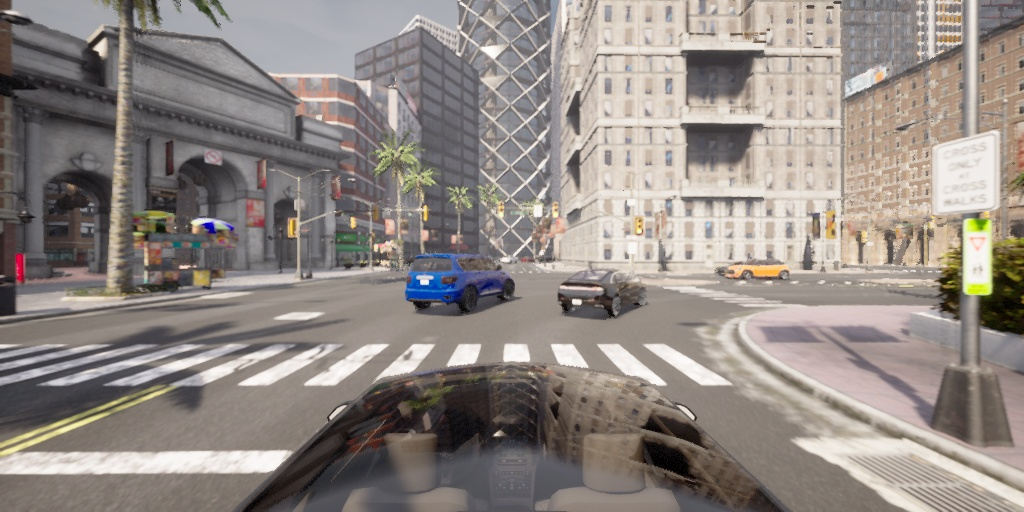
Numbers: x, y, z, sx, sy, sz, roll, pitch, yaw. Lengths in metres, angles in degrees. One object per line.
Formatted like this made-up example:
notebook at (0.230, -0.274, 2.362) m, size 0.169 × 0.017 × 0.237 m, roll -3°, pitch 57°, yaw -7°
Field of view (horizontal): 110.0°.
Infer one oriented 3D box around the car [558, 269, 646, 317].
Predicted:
car at (3.438, 1.215, 13.139) m, size 2.128 × 1.511 × 4.902 m, roll 0°, pitch 0°, yaw 36°

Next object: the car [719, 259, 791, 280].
car at (20.208, 1.037, 29.683) m, size 4.553 × 1.767 × 2.097 m, roll 0°, pitch 0°, yaw 0°

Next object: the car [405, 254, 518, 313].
car at (-1.816, 0.943, 14.218) m, size 2.150 × 2.045 × 5.566 m, roll -1°, pitch 0°, yaw 23°

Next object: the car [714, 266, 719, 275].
car at (21.352, 1.182, 33.193) m, size 4.892 × 1.490 × 1.837 m, roll 0°, pitch 0°, yaw 0°

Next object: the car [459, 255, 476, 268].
car at (-7.010, 0.844, 57.083) m, size 2.150 × 2.045 × 5.566 m, roll 0°, pitch 0°, yaw 0°
